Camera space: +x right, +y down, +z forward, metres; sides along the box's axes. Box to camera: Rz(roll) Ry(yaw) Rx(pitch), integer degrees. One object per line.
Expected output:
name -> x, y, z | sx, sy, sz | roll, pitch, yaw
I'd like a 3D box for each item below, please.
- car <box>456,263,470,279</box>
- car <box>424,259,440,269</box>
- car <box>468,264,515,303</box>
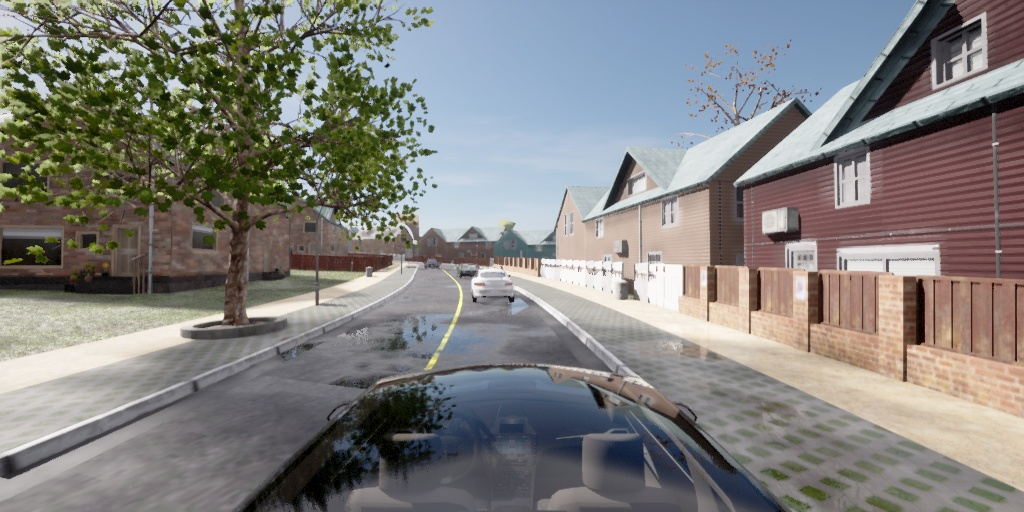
car -> -3.854, 1.294, 31.535 | 1.895, 1.301, 4.718 | 0, 0, -14
car -> -11.240, 1.111, 50.220 | 1.994, 1.385, 4.181 | 0, 0, -14
car -> -0.971, 1.281, 16.637 | 1.812, 1.442, 4.674 | 0, 0, -7
